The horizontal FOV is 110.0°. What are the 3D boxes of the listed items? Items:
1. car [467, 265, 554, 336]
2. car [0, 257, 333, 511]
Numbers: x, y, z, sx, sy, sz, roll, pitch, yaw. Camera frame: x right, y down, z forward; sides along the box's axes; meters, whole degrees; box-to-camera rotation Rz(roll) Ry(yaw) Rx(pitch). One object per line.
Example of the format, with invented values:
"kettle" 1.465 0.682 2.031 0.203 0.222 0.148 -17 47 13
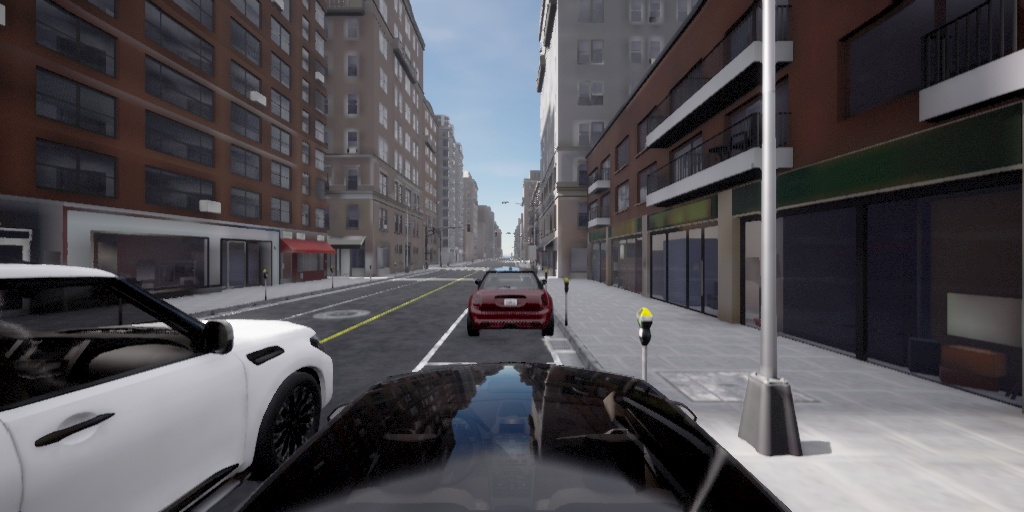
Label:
"car" -0.033 1.093 10.470 2.097 1.767 4.553 0 0 0
"car" -3.020 0.981 1.529 2.150 2.045 5.566 0 0 0
